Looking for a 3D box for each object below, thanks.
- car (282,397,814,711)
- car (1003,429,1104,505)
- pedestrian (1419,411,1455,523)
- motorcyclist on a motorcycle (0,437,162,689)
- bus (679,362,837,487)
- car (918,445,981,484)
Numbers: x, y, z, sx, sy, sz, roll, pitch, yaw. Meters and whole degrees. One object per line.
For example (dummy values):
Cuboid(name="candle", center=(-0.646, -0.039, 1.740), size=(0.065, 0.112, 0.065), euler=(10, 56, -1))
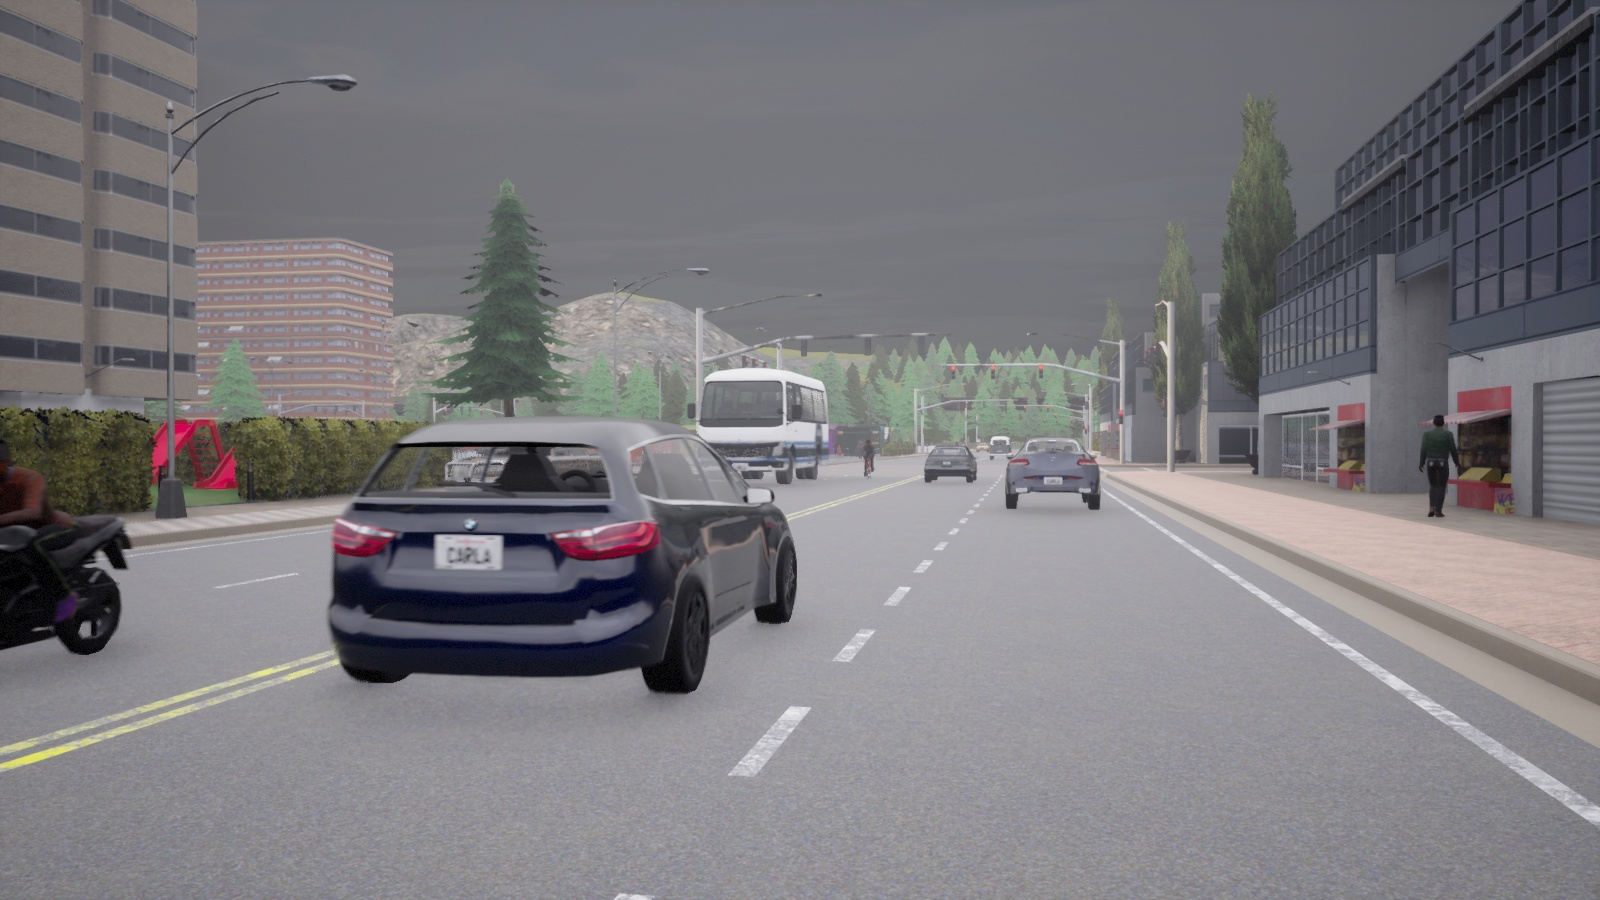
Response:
Cuboid(name="car", center=(-1.397, 0.538, 9.141), size=(2.242, 1.667, 4.611), euler=(0, 0, 10))
Cuboid(name="car", center=(6.007, 0.361, 30.015), size=(2.152, 1.651, 5.027), euler=(0, 0, 10))
Cuboid(name="pedestrian", center=(11.288, 0.289, 22.244), size=(0.423, 1.949, 0.788), euler=(0, 0, 37))
Cuboid(name="motorcyclist on a motorcycle", center=(-5.154, 0.679, 8.072), size=(0.797, 1.523, 2.044), euler=(0, 0, 10))
Cuboid(name="bus", center=(-1.331, -0.903, 48.115), size=(3.944, 4.253, 10.273), euler=(0, 0, 10))
Cuboid(name="car", center=(5.818, 0.526, 48.317), size=(2.033, 1.411, 5.357), euler=(0, 0, 11))
